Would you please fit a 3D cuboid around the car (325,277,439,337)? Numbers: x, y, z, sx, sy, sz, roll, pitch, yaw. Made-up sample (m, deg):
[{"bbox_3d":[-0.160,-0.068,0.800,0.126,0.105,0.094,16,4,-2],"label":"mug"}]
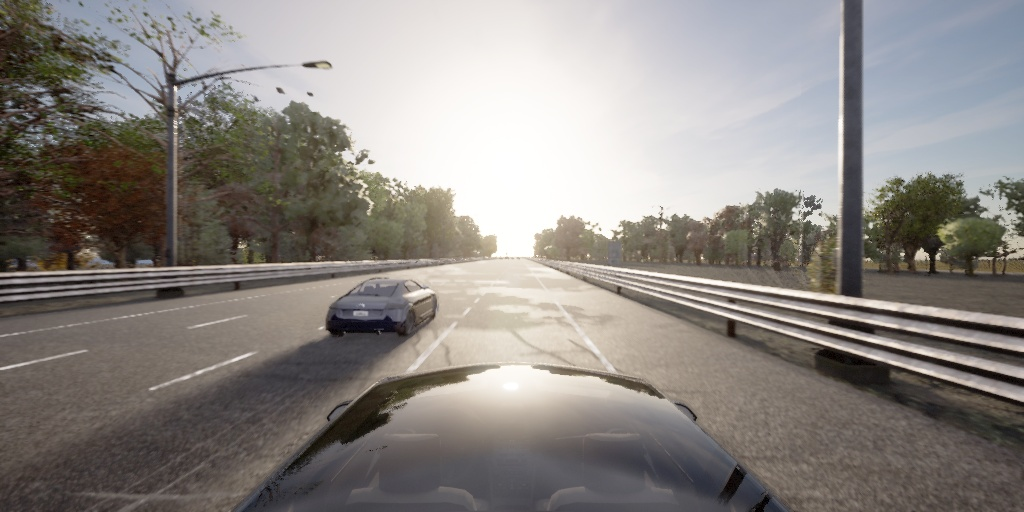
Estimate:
[{"bbox_3d":[-3.425,1.294,10.222,1.994,1.385,4.181,0,0,1],"label":"car"}]
